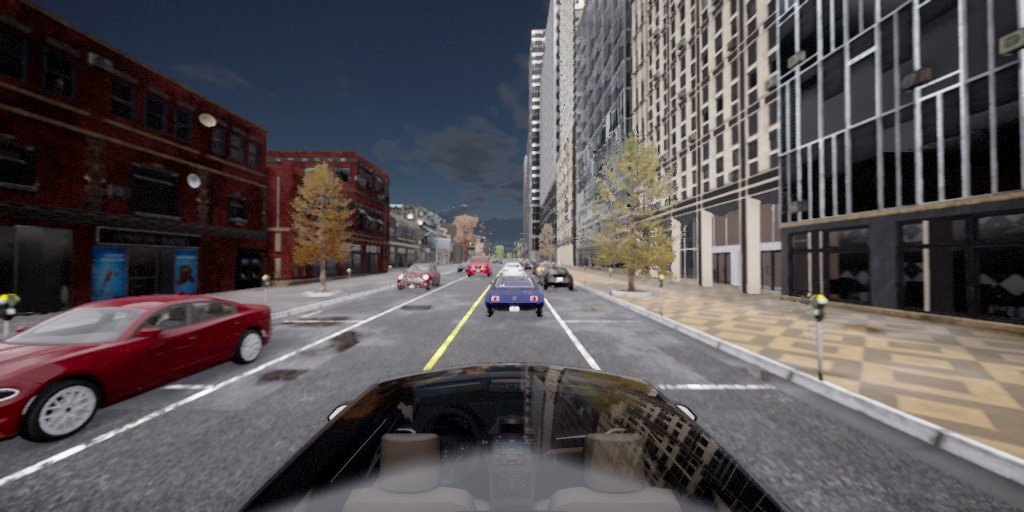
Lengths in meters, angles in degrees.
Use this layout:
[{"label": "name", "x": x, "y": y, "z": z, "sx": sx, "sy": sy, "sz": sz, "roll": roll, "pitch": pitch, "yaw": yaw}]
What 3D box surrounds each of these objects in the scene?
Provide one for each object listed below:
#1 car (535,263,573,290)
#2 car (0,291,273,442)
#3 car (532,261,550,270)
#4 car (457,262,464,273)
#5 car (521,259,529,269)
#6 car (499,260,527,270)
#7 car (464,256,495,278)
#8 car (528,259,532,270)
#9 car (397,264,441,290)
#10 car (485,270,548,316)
[{"label": "car", "x": 2.685, "y": 1.339, "z": 22.265, "sx": 1.948, "sy": 1.339, "sz": 4.313, "roll": 0, "pitch": 0, "yaw": 0}, {"label": "car", "x": -5.691, "y": 1.299, "z": 5.386, "sx": 1.888, "sy": 1.381, "sz": 4.507, "roll": 0, "pitch": 0, "yaw": 0}, {"label": "car", "x": 3.140, "y": 1.243, "z": 32.716, "sx": 1.801, "sy": 1.575, "sz": 5.366, "roll": 0, "pitch": 0, "yaw": 0}, {"label": "car", "x": -5.703, "y": 1.366, "z": 44.894, "sx": 1.948, "sy": 1.339, "sz": 4.313, "roll": 0, "pitch": 0, "yaw": 0}, {"label": "car", "x": 2.643, "y": 1.373, "z": 50.485, "sx": 1.948, "sy": 1.339, "sz": 4.313, "roll": 0, "pitch": 0, "yaw": 0}, {"label": "car", "x": 0.086, "y": 1.310, "z": 31.181, "sx": 1.812, "sy": 1.442, "sz": 4.674, "roll": 0, "pitch": 0, "yaw": 0}, {"label": "car", "x": -3.109, "y": 1.010, "z": 35.475, "sx": 2.150, "sy": 2.045, "sz": 5.566, "roll": 0, "pitch": 0, "yaw": 0}, {"label": "car", "x": 3.133, "y": 1.298, "z": 39.527, "sx": 1.837, "sy": 1.490, "sz": 4.892, "roll": 0, "pitch": 0, "yaw": 0}, {"label": "car", "x": -5.696, "y": 1.213, "z": 22.318, "sx": 1.967, "sy": 1.591, "sz": 4.097, "roll": 0, "pitch": 0, "yaw": 0}, {"label": "car", "x": 0.089, "y": 1.364, "z": 13.417, "sx": 1.895, "sy": 1.301, "sz": 4.718, "roll": 0, "pitch": 0, "yaw": 0}]
